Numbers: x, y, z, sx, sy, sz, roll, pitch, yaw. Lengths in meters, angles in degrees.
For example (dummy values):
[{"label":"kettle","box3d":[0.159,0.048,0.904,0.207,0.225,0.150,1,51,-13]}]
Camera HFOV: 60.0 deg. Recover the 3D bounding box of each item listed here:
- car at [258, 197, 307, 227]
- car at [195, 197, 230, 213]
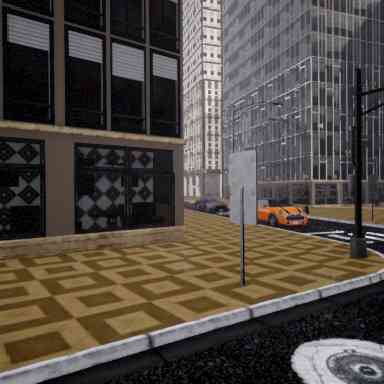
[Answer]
[{"label":"car","box3d":[5.330,1.172,21.451,2.097,1.767,4.553,-1,1,-18]},{"label":"car","box3d":[1.792,1.213,32.025,2.033,1.411,5.357,-1,1,-17]}]
